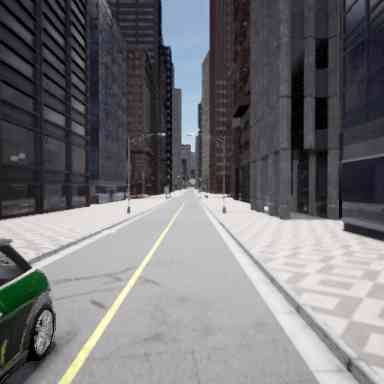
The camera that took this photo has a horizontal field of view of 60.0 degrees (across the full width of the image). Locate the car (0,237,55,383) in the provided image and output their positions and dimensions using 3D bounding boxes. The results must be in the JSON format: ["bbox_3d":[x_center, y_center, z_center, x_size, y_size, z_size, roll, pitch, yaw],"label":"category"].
[{"bbox_3d":[-2.999,1.351,2.845,2.097,1.767,4.553,0,0,0],"label":"car"}]

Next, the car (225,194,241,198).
[{"bbox_3d":[11.679,1.136,94.830,4.313,1.339,1.947,-1,2,0],"label":"car"}]
